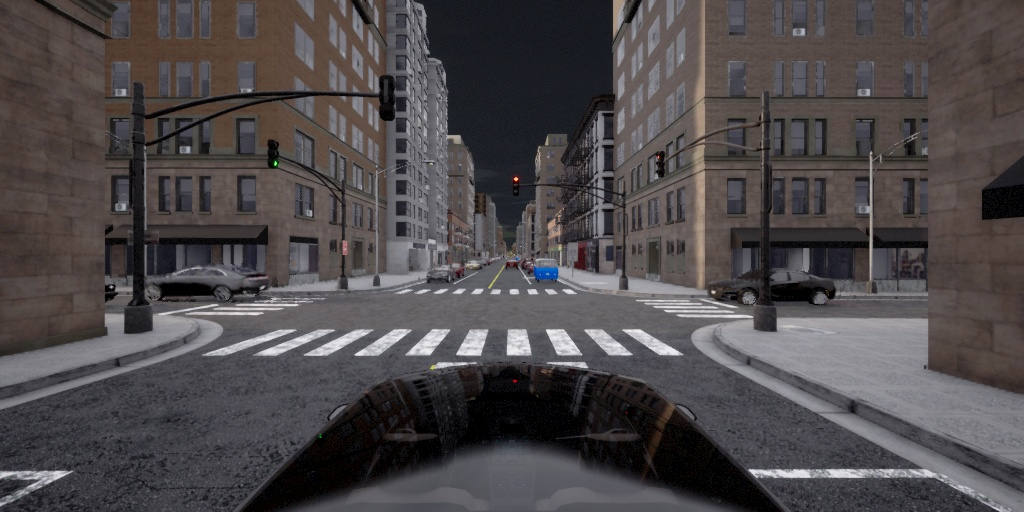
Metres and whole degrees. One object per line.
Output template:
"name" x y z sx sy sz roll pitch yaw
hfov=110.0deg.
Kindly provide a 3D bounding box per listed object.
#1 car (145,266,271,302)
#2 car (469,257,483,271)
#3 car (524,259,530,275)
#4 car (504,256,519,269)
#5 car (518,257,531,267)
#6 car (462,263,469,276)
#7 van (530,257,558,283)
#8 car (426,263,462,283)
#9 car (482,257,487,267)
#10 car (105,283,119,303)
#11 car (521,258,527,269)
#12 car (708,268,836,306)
"car" -13.353 1.167 15.698 4.902 1.511 2.128 0 0 0
"car" -5.496 1.269 50.464 1.751 1.417 4.829 0 0 0
"car" 2.554 1.330 39.295 1.802 1.307 4.207 0 0 0
"car" -0.021 1.218 56.726 1.882 1.535 5.008 0 0 0
"car" 2.516 1.055 56.340 2.192 1.841 5.009 0 0 0
"car" -5.459 1.293 33.587 1.888 1.381 4.507 0 0 0
"van" 2.579 1.090 27.932 1.690 1.789 3.998 0 0 0
"car" -5.446 1.299 27.906 2.007 1.370 4.403 0 0 0
"car" -5.509 1.306 56.316 1.948 1.339 4.313 0 0 0
"car" -17.228 1.254 12.730 4.718 1.301 1.895 0 0 -2
"car" 2.528 1.326 50.658 1.802 1.307 4.207 0 0 0
"car" 11.203 1.304 15.643 5.008 1.535 1.882 0 0 -3
